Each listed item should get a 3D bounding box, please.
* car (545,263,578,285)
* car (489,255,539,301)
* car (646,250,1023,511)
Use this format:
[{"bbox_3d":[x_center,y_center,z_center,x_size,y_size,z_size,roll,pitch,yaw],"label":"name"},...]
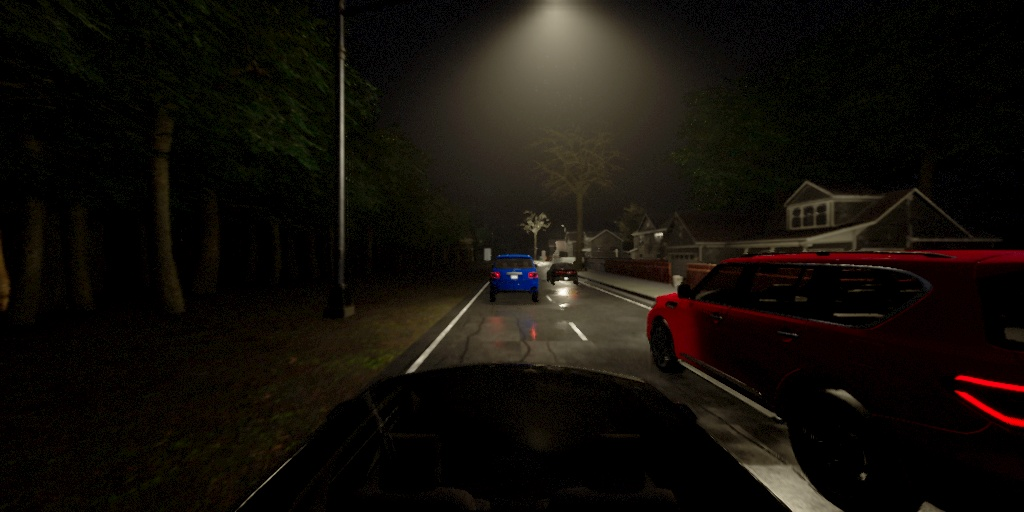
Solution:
[{"bbox_3d":[3.584,1.245,26.141,1.837,1.490,4.892,0,0,0],"label":"car"},{"bbox_3d":[0.091,0.965,17.487,2.150,2.045,5.566,0,0,0],"label":"car"},{"bbox_3d":[3.598,0.971,4.397,2.150,2.045,5.566,0,0,0],"label":"car"}]
